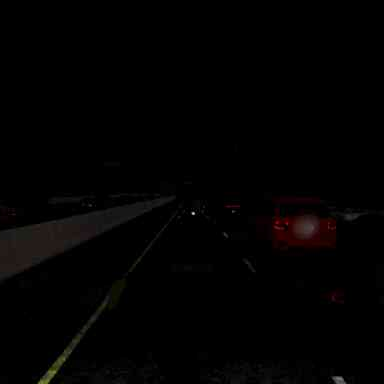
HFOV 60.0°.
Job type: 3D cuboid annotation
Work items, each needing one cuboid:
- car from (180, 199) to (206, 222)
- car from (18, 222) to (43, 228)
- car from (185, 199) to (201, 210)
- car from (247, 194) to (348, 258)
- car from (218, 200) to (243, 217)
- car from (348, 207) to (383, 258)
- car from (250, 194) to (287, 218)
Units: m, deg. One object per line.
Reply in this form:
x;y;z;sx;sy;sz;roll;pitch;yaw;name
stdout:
0.099;1.553;26.583;1.994;1.385;4.181;0;0;0;car
-10.600;1.211;20.619;2.150;2.045;5.566;0;0;0;car
0.110;1.581;42.953;1.895;1.301;4.718;0;0;0;car
3.601;1.217;12.906;2.150;2.045;5.566;0;0;0;car
3.602;1.479;31.363;2.128;1.511;4.902;0;0;0;car
7.101;1.521;12.586;1.812;1.442;4.674;0;0;0;car
7.101;1.209;31.544;2.150;2.045;5.566;0;0;0;car
